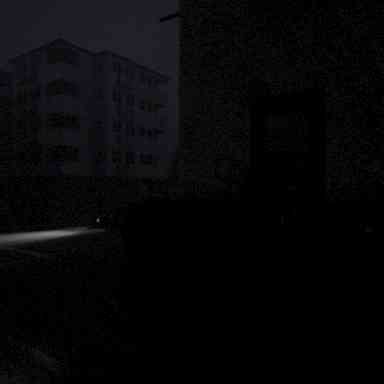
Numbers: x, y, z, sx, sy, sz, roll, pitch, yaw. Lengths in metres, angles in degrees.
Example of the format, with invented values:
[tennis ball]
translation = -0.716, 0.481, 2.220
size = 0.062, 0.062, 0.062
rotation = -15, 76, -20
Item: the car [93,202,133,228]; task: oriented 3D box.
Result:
[car]
translation = -4.285, 1.450, 22.153
size = 2.128, 1.511, 4.902
rotation = 0, 0, 35
